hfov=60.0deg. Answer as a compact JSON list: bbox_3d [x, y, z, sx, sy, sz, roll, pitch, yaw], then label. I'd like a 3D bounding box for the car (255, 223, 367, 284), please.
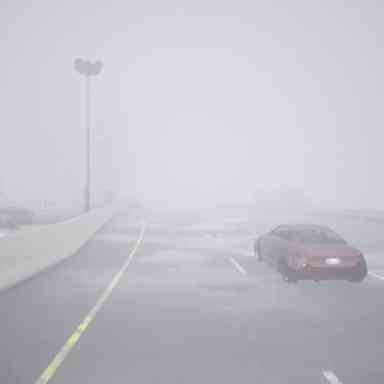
[{"bbox_3d":[3.207,1.602,9.801,1.994,1.385,4.181,0,0,-3],"label":"car"}]

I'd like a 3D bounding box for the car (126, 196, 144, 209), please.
[{"bbox_3d":[-8.490,1.743,50.303,1.882,1.535,5.008,0,0,-16],"label":"car"}]

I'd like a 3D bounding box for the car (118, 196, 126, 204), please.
[{"bbox_3d":[-13.335,1.573,68.433,2.097,1.767,4.553,0,0,-23],"label":"car"}]

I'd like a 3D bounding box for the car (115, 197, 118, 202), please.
[{"bbox_3d":[-18.747,1.841,80.400,2.033,1.411,5.357,0,0,-27],"label":"car"}]
